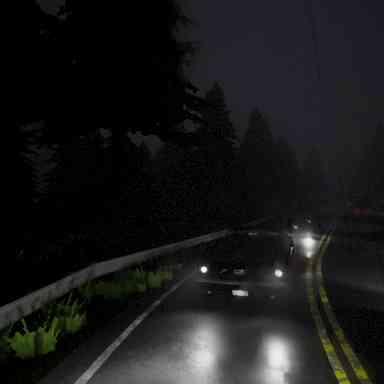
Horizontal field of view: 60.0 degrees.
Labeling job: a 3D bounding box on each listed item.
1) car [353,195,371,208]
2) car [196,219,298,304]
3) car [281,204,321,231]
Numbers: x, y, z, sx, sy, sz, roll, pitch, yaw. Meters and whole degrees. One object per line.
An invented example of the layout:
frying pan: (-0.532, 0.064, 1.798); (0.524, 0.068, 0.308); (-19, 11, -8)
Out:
car: (20.614, 1.060, 40.242); (2.128, 1.511, 4.902); (-2, 0, 28)
car: (1.584, 1.599, 8.416); (1.895, 1.301, 4.718); (-1, 0, 18)
car: (6.663, 1.461, 20.058); (2.033, 1.411, 5.357); (-2, 0, 26)
